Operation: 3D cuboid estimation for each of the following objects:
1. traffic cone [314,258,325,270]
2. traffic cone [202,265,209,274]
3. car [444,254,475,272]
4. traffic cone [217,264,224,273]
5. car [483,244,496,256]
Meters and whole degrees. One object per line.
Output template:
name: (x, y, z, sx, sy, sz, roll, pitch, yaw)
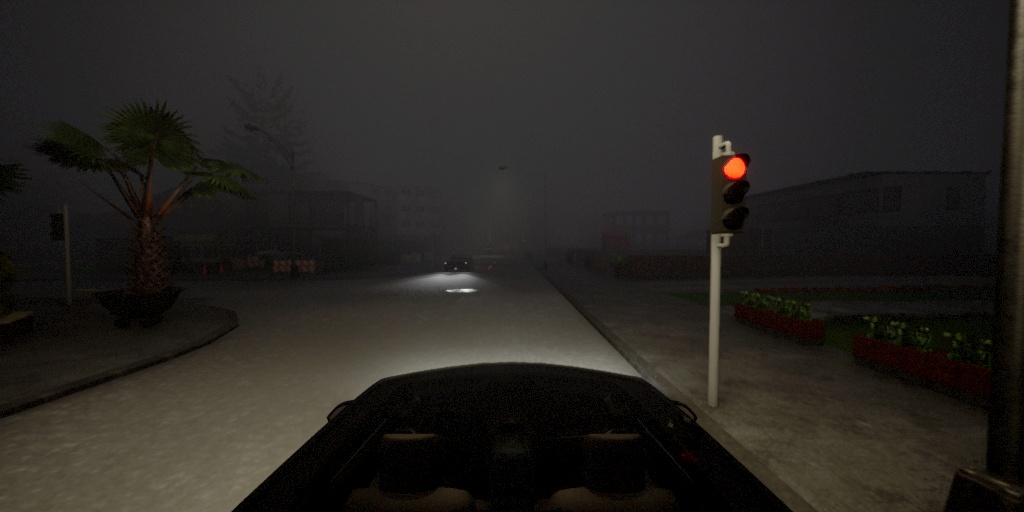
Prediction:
traffic cone: (-15.750, 0.654, 29.342, 0.344, 0.586, 0.344, 0, 0, 0)
traffic cone: (-20.317, 0.875, 23.743, 0.344, 0.586, 0.344, 0, 0, 0)
car: (-3.999, 0.519, 27.665, 1.895, 1.301, 4.718, 0, 2, 0)
traffic cone: (-19.797, 0.822, 24.461, 0.344, 0.586, 0.344, 0, 0, 0)
car: (-3.998, -1.090, 65.138, 2.150, 2.045, 5.566, 0, 3, 0)
